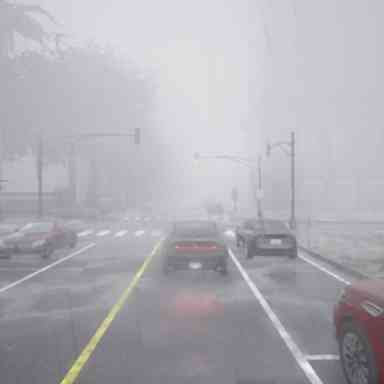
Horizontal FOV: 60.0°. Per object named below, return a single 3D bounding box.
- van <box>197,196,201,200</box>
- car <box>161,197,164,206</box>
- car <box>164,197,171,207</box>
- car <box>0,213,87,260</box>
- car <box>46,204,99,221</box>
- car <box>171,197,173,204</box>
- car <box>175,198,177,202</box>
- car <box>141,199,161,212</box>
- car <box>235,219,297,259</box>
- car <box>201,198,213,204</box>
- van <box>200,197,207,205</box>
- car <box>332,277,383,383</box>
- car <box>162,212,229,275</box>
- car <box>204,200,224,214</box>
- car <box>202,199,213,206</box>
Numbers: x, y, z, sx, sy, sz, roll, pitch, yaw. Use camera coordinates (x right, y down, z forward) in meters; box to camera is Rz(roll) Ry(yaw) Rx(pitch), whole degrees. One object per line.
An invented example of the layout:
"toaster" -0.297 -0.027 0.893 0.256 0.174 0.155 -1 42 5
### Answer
"van" 2.710 2.074 77.351 1.690 1.788 3.998 0 0 0
"car" -5.798 1.929 50.263 1.967 1.590 4.097 0 -1 0
"car" -5.809 2.077 66.523 1.967 1.590 4.097 0 -1 0
"car" -5.775 1.713 12.984 1.802 1.307 4.206 0 -1 0
"car" -9.885 1.697 27.536 4.181 1.385 1.994 1 -1 7
"car" -5.813 2.000 71.945 2.192 1.841 5.009 0 -1 0
"car" -5.823 2.141 88.205 2.192 1.841 5.009 0 0 0
"car" -5.795 1.988 44.842 2.008 1.369 4.403 0 -1 0
"car" 2.751 1.697 12.972 1.947 1.339 4.313 0 -1 0
"car" 2.727 2.015 50.418 1.752 1.417 4.829 0 -1 0
"van" 2.723 1.880 55.670 1.690 1.788 3.998 0 -1 0
"car" 2.757 1.338 2.124 2.192 1.841 5.009 0 -1 0
"car" 0.086 1.615 10.782 1.837 1.490 4.892 0 0 0
"car" 2.734 1.952 39.407 1.947 1.339 4.313 0 -1 0
"car" 2.731 2.003 44.827 1.947 1.339 4.313 0 -1 0
